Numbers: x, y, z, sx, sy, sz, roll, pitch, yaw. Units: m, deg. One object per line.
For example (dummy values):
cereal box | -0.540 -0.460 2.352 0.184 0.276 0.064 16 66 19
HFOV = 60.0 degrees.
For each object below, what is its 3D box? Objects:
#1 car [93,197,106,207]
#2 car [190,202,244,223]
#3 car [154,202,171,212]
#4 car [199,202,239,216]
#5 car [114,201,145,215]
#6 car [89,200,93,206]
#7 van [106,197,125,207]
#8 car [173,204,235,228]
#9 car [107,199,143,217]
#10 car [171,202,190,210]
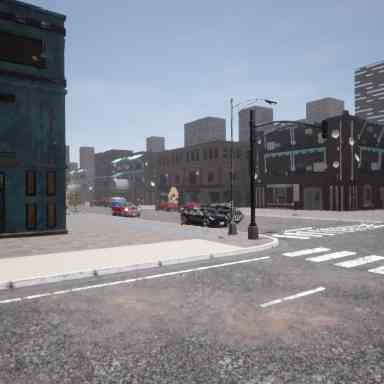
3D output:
car | -16.439 1.939 63.444 2.192 1.841 5.009 -1 0 -36
car | 2.186 1.742 27.435 1.837 1.490 4.892 -1 0 -36
car | -3.562 1.965 45.429 1.802 1.307 4.206 -2 0 -36
car | 2.872 1.809 36.421 2.008 1.369 4.403 -2 0 -36
car | -7.839 1.940 41.484 1.837 1.490 4.892 -1 -1 -35
car | -19.651 2.227 67.949 1.887 1.381 4.507 -1 0 -36
van | -13.220 1.906 58.941 1.690 1.788 3.998 -1 0 -36
car | 0.804 1.814 24.690 1.947 1.339 4.313 -2 0 -36
car | -7.166 1.846 36.052 1.967 1.590 4.097 -1 0 -36
car | -0.345 1.903 40.926 1.802 1.307 4.206 -2 0 -36
